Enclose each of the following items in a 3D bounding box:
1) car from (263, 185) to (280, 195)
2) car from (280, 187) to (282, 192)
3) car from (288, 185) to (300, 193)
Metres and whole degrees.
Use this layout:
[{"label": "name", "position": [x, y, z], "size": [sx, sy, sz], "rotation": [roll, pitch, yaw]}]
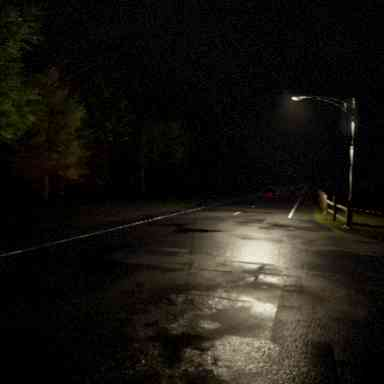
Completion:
[{"label": "car", "position": [13.275, -0.329, 56.408], "size": [1.837, 1.490, 4.892], "rotation": [2, 2, 19]}, {"label": "car", "position": [16.956, -0.639, 67.129], "size": [2.128, 1.511, 4.902], "rotation": [2, 2, 19]}, {"label": "car", "position": [19.717, -0.659, 64.425], "size": [2.097, 1.767, 4.553], "rotation": [2, 2, 19]}]
